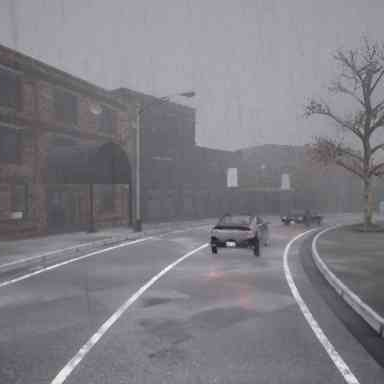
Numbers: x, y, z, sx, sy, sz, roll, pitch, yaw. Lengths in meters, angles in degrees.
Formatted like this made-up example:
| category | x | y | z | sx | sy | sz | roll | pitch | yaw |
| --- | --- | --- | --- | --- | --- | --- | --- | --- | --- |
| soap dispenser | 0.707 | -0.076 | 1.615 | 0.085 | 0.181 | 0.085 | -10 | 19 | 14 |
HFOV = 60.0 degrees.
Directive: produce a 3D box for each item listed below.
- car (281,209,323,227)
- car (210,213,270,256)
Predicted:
| category | x | y | z | sx | sy | sz | roll | pitch | yaw |
| --- | --- | --- | --- | --- | --- | --- | --- | --- | --- |
| car | 8.878 | 2.009 | 26.489 | 1.895 | 1.301 | 4.718 | 0 | -1 | 38 |
| car | 2.106 | 1.636 | 13.842 | 2.128 | 1.511 | 4.902 | 0 | -1 | 18 |
